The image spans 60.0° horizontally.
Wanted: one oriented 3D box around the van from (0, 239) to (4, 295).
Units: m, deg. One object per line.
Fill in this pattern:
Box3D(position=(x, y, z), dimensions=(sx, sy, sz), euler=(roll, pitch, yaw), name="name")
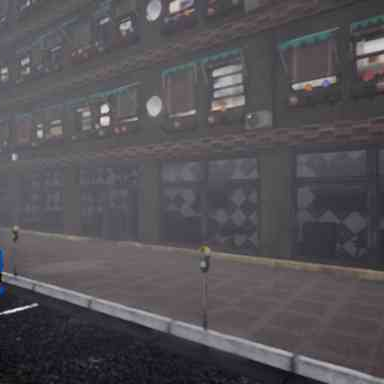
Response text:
Box3D(position=(-5.505, 1.364, 6.810), dimensions=(3.998, 1.788, 1.690), euler=(0, 0, 36), name="van")
